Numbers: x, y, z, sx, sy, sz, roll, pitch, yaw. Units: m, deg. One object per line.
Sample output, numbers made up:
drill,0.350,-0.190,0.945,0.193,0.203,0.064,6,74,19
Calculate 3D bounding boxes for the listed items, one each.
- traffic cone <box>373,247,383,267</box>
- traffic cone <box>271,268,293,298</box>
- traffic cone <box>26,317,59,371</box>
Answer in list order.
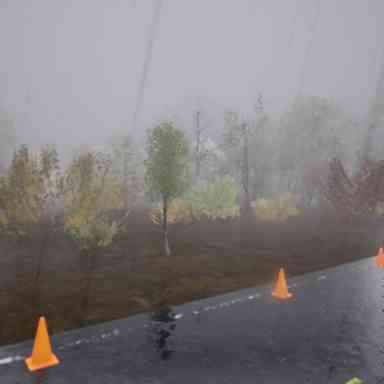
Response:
traffic cone,5.896,2.015,10.380,0.340,0.580,0.340,0,0,-38
traffic cone,1.985,1.988,7.354,0.340,0.580,0.340,0,0,-37
traffic cone,-1.987,1.961,4.410,0.340,0.580,0.340,0,0,-36
